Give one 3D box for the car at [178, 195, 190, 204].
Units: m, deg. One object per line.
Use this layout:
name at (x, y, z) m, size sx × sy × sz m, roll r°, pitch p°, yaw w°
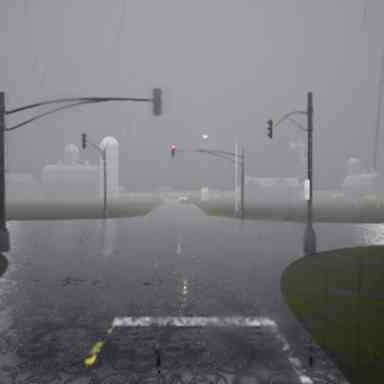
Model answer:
car at (-1.613, 1.869, 72.166) m, size 1.812 × 1.442 × 4.674 m, roll 0°, pitch 0°, yaw -3°
